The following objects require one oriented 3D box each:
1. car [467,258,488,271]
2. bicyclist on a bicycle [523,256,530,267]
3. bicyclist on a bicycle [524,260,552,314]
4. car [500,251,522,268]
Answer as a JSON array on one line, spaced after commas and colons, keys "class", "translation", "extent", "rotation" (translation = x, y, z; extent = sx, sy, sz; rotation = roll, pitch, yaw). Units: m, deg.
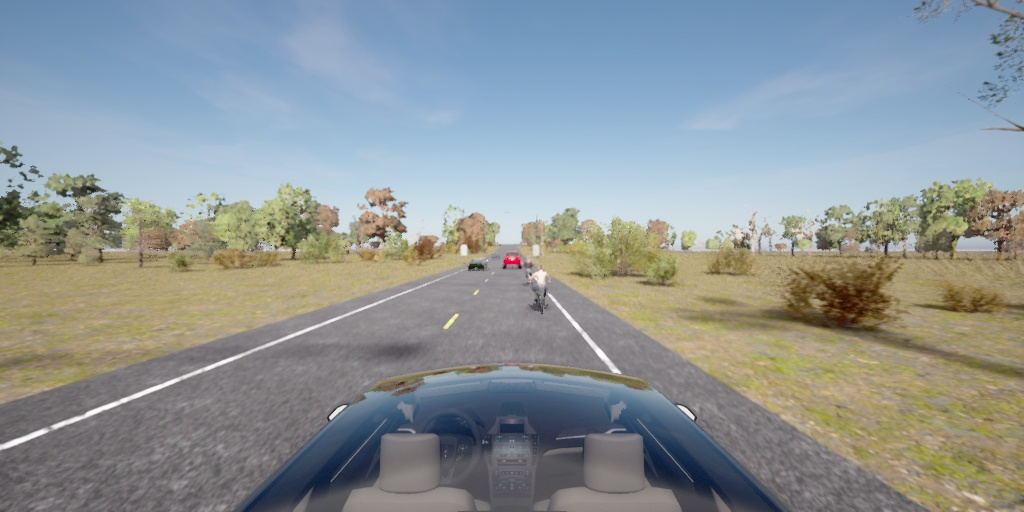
[{"class": "car", "translation": [-3.586, 0.882, 37.850], "extent": [1.895, 1.301, 4.718], "rotation": [0, 1, 0]}, {"class": "bicyclist on a bicycle", "translation": [0.958, 0.870, 21.048], "extent": [0.659, 1.776, 1.843], "rotation": [0, 1, 0]}, {"class": "bicyclist on a bicycle", "translation": [0.958, 1.053, 12.069], "extent": [0.866, 1.612, 1.509], "rotation": [0, 0, 0]}, {"class": "car", "translation": [0.039, 0.427, 43.879], "extent": [2.150, 2.045, 5.566], "rotation": [0, 1, 1]}]
